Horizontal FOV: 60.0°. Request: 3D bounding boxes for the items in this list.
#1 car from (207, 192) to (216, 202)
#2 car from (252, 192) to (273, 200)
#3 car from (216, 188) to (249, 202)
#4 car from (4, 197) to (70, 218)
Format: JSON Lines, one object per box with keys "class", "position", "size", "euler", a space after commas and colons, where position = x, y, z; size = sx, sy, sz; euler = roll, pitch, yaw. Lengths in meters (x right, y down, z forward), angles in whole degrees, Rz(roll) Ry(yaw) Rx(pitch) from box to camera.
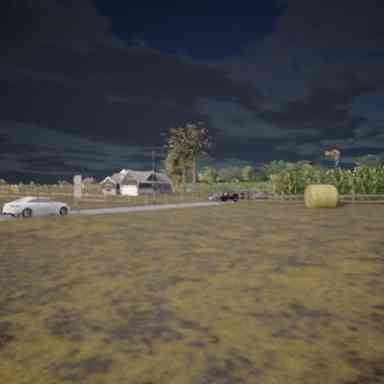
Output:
{"class": "car", "position": [4.161, 0.778, 51.524], "size": [2.128, 1.511, 4.902], "euler": [-1, 0, 36]}
{"class": "car", "position": [12.347, 0.669, 58.214], "size": [2.033, 1.411, 5.357], "euler": [-1, 0, 35]}
{"class": "car", "position": [6.401, 0.460, 49.788], "size": [2.150, 2.045, 5.566], "euler": [-1, 0, 37]}
{"class": "car", "position": [-11.444, 1.089, 24.782], "size": [1.812, 1.442, 4.674], "euler": [-1, 0, 35]}
